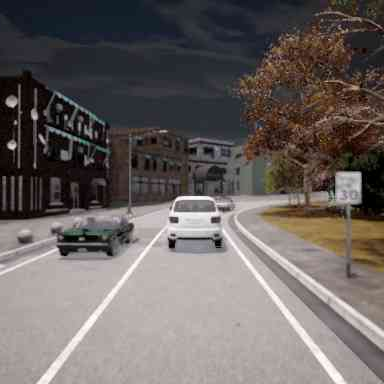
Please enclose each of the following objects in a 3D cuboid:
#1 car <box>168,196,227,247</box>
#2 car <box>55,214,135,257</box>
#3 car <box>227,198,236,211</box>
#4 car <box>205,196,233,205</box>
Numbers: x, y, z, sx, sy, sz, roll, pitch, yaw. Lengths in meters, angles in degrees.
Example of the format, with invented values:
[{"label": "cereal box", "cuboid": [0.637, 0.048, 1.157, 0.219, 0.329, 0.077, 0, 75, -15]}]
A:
[{"label": "car", "cuboid": [0.148, 1.201, 14.977, 2.150, 2.045, 5.566, 0, 0, 1]}, {"label": "car", "cuboid": [-3.551, 1.584, 13.015, 1.895, 1.301, 4.718, 0, 0, 1]}, {"label": "car", "cuboid": [3.806, 1.507, 38.840, 1.895, 1.301, 4.718, 0, 0, 19]}, {"label": "car", "cuboid": [4.493, 1.351, 54.962, 2.033, 1.411, 5.357, -1, 0, 37]}]
